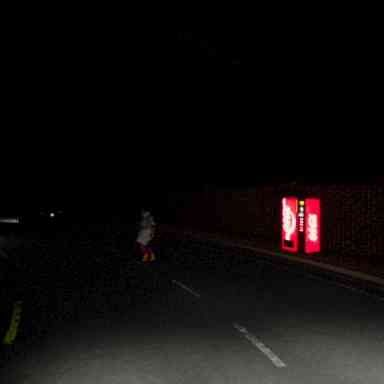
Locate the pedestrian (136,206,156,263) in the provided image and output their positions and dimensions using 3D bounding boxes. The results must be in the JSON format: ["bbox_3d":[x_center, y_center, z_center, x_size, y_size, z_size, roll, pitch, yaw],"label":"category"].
[{"bbox_3d":[-1.454,1.294,10.527,0.375,1.860,0.375,0,0,-31],"label":"pedestrian"}]

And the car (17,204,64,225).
[{"bbox_3d":[-11.206,1.564,24.453,4.181,1.385,1.994,0,0,42],"label":"car"}]

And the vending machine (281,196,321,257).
[{"bbox_3d":[3.954,1.195,12.097,1.100,2.100,0.880,0,0,-29],"label":"vending machine"}]
